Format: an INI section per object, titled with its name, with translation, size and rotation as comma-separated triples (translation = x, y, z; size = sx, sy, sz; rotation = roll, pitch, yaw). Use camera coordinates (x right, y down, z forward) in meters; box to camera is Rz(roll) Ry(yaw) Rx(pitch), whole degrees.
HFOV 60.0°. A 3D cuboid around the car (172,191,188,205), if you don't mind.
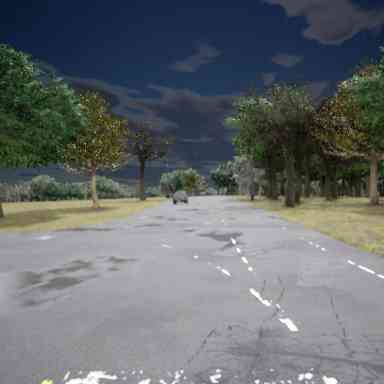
[car]
translation = -1.806, 0.893, 52.478
size = 2.150, 2.045, 5.566
rotation = -1, 1, 2
